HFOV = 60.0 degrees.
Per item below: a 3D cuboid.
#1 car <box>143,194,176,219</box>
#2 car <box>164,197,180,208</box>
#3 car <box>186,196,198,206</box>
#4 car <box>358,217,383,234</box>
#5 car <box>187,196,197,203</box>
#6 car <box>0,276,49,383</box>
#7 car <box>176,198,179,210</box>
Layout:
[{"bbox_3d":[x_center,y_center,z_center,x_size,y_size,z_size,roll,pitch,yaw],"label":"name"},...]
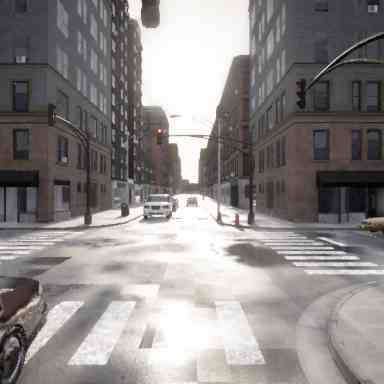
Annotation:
[{"bbox_3d":[-2.893,1.218,29.207,2.150,2.045,5.566,0,0,0],"label":"car"},{"bbox_3d":[-2.919,1.534,49.754,2.033,1.411,5.357,0,0,0],"label":"car"},{"bbox_3d":[0.016,1.529,55.484,2.033,1.411,5.357,0,0,0],"label":"car"},{"bbox_3d":[11.606,1.555,17.912,4.829,1.417,1.752,0,0,0],"label":"car"},{"bbox_3d":[-0.005,1.570,70.069,1.895,1.301,4.718,0,0,0],"label":"car"},{"bbox_3d":[-2.916,1.548,2.465,2.033,1.411,5.357,0,0,-1],"label":"car"},{"bbox_3d":[-2.904,1.344,39.472,2.097,1.767,4.553,0,0,0],"label":"car"}]
